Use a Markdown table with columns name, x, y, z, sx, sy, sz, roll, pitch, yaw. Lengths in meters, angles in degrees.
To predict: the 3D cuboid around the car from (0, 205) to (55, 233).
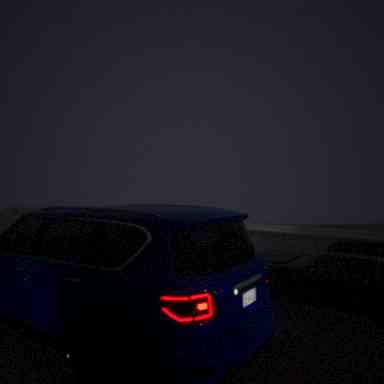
| name | x | y | z | sx | sy | sz | roll | pitch | yaw |
| --- | --- | --- | --- | --- | --- | --- | --- | --- | --- |
| car | -10.491 | 1.527 | 20.072 | 4.718 | 1.301 | 1.895 | 0 | 0 | 35 |

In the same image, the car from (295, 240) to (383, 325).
| name | x | y | z | sx | sy | sz | roll | pitch | yaw |
| --- | --- | --- | --- | --- | --- | --- | --- | --- | --- |
| car | 2.833 | 1.594 | 6.263 | 4.718 | 1.301 | 1.895 | 0 | 0 | 36 |

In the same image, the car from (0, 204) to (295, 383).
| name | x | y | z | sx | sy | sz | roll | pitch | yaw |
| --- | --- | --- | --- | --- | --- | --- | --- | --- | --- |
| car | -1.572 | 1.206 | 5.110 | 5.566 | 2.045 | 2.150 | 0 | 0 | 36 |
